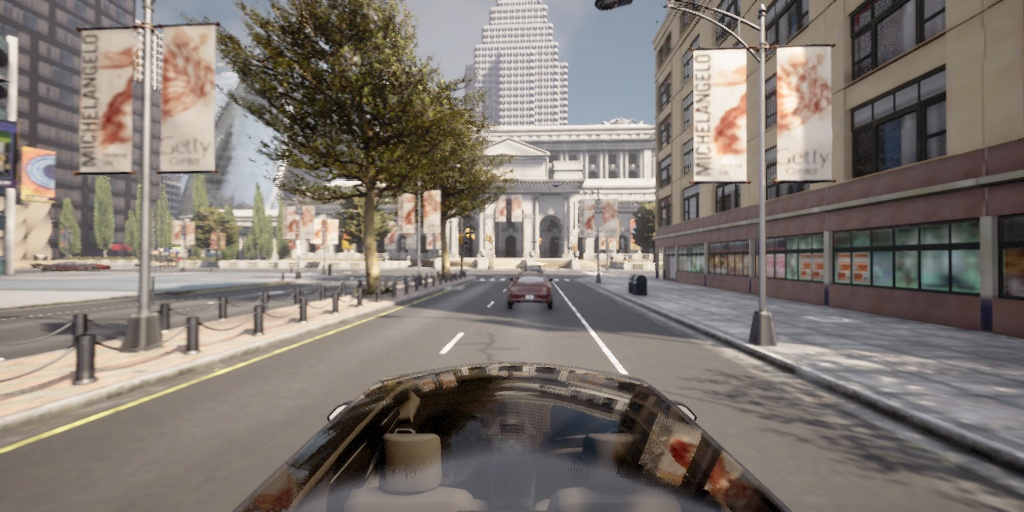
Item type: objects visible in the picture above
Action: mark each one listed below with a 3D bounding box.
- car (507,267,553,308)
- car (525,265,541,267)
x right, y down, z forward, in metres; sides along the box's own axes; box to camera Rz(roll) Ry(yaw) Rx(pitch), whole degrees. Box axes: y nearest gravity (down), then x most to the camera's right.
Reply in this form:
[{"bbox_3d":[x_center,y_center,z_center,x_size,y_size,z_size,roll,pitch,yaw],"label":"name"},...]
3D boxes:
[{"bbox_3d":[0.831,1.409,15.861,1.812,1.442,4.674,0,0,4],"label":"car"},{"bbox_3d":[1.814,1.533,30.743,1.837,1.490,4.892,0,0,4],"label":"car"}]
